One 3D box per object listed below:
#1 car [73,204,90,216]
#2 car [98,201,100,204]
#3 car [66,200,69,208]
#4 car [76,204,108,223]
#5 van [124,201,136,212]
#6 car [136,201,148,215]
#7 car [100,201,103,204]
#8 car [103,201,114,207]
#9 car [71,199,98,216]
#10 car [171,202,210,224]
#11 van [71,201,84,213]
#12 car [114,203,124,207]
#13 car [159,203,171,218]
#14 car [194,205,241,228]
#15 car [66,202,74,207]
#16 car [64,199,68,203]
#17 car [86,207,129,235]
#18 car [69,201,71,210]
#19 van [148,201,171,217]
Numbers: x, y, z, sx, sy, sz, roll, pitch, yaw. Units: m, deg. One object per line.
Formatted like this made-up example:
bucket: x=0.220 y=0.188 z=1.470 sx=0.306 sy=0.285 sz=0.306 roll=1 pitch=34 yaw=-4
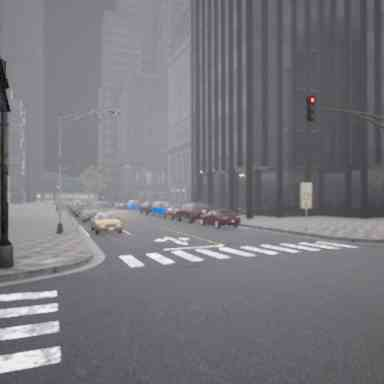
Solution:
car: x=-15.016 y=2.402 z=45.079 sx=1.887 sy=1.381 sz=4.507 roll=-1 pitch=-1 yaw=-22
car: x=-22.803 y=3.110 z=86.977 sx=2.008 sy=1.369 sz=4.403 roll=-1 pitch=-1 yaw=-22
car: x=-22.427 y=2.638 z=63.355 sx=1.967 sy=1.590 sz=4.097 roll=-1 pitch=-1 yaw=-22
car: x=-9.508 y=2.152 z=31.496 sx=2.008 sy=1.369 sz=4.403 roll=-1 pitch=-1 yaw=-22
van: x=-9.370 y=2.296 z=53.935 sx=1.690 sy=1.788 sz=3.998 roll=-1 pitch=-1 yaw=-22
car: x=-5.559 y=2.093 z=44.503 sx=2.192 sy=1.841 sz=5.009 roll=-1 pitch=-1 yaw=-22
car: x=-20.849 y=3.039 z=82.156 sx=1.947 sy=1.339 sz=4.313 roll=-1 pitch=-1 yaw=-22
car: x=-18.894 y=2.953 z=77.334 sx=1.947 sy=1.339 sz=4.313 roll=-1 pitch=-1 yaw=-22
car: x=-13.185 y=2.088 z=40.554 sx=2.192 sy=1.841 sz=5.009 roll=-1 pitch=-1 yaw=-22
car: x=0.159 y=1.826 z=30.354 sx=2.192 sy=1.841 sz=5.009 roll=-1 pitch=-1 yaw=-22
van: x=-18.691 y=2.368 z=54.136 sx=1.690 sy=1.788 sz=3.998 roll=-1 pitch=-1 yaw=-22
car: x=-13.030 y=2.703 z=62.872 sx=1.802 sy=1.307 sz=4.206 roll=-1 pitch=-1 yaw=-22
car: x=-1.742 y=2.182 z=35.067 sx=1.802 sy=1.307 sz=4.206 roll=-1 pitch=-1 yaw=-22
car: x=2.069 y=1.966 z=25.635 sx=1.887 sy=1.381 sz=4.507 roll=-1 pitch=-1 yaw=-22
car: x=-30.506 y=3.141 z=83.287 sx=1.802 sy=1.307 sz=4.206 roll=-1 pitch=-1 yaw=-22
car: x=-28.487 y=3.015 z=78.305 sx=1.887 sy=1.381 sz=4.507 roll=-1 pitch=-1 yaw=-22
car: x=-5.774 y=1.952 z=22.284 sx=1.752 sy=1.417 sz=4.829 roll=-1 pitch=-1 yaw=-22
car: x=-16.853 y=2.383 z=49.607 sx=1.967 sy=1.590 sz=4.097 roll=-1 pitch=-1 yaw=-22
van: x=-3.653 y=2.030 z=39.786 sx=1.690 sy=1.788 sz=3.998 roll=-1 pitch=-1 yaw=-22
